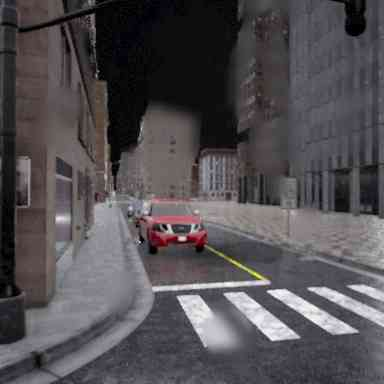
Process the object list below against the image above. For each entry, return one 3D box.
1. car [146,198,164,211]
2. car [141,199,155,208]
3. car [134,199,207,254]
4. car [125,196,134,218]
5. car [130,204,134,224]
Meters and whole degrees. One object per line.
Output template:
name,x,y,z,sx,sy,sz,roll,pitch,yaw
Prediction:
car,-5.355,1.747,47.466,2.097,1.767,4.553,0,-1,-13
car,-7.577,1.948,57.052,1.882,1.535,5.008,0,-1,-13
car,-1.065,1.345,14.635,2.150,2.045,5.566,0,-1,-15
car,-5.495,1.628,33.939,2.097,1.767,4.553,0,-1,-13
car,-3.255,1.800,24.203,1.895,1.301,4.718,0,-1,-13
